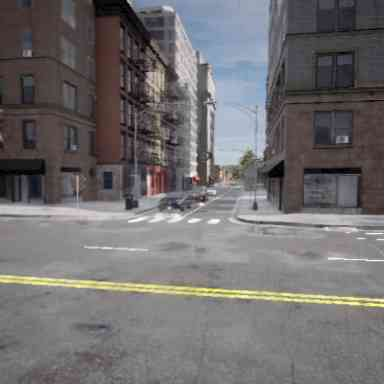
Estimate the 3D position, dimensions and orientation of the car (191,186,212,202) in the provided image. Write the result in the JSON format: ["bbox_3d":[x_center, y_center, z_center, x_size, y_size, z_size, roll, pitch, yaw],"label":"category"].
[{"bbox_3d":[0.581,0.135,35.817,2.097,1.767,4.553,1,2,10],"label":"car"}]

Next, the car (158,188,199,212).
[{"bbox_3d":[-1.110,0.650,25.705,2.033,1.411,5.357,1,2,10],"label":"car"}]

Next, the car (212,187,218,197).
[{"bbox_3d":[2.580,-0.010,47.892,1.895,1.301,4.718,1,2,10],"label":"car"}]
